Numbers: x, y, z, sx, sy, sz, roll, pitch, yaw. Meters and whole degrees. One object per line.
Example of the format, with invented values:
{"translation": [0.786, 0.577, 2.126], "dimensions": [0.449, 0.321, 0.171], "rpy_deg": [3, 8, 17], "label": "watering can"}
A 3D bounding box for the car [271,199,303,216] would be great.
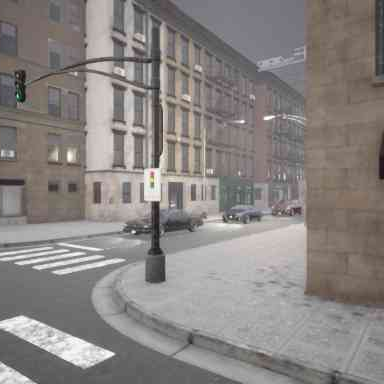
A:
{"translation": [9.979, 1.537, 34.788], "dimensions": [2.097, 1.767, 4.553], "rpy_deg": [0, 0, 35], "label": "car"}

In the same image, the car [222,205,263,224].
{"translation": [4.064, 1.695, 26.503], "dimensions": [1.994, 1.385, 4.181], "rpy_deg": [0, 0, 36], "label": "car"}

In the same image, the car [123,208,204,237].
{"translation": [-1.388, 1.629, 18.861], "dimensions": [2.033, 1.411, 5.357], "rpy_deg": [0, 0, 35], "label": "car"}
